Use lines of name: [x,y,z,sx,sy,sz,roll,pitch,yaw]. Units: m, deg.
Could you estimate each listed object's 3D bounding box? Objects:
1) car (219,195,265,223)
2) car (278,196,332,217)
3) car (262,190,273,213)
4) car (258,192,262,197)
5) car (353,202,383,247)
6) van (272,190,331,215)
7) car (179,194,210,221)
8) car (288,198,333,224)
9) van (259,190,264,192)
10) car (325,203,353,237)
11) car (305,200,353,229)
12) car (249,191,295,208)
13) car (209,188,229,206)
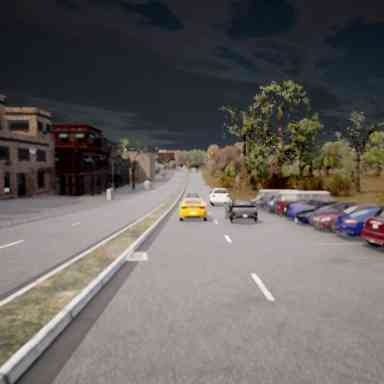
car: [3.333,1.229,23.172,2.128,1.511,4.902,0,1,0]
car: [8.809,1.248,23.060,4.792,1.488,2.163,0,1,0]
car: [8.747,0.994,28.693,4.553,1.767,2.185,0,1,0]
car: [8.771,1.067,31.323,4.892,1.521,2.231,0,1,0]
car: [8.753,1.251,12.033,4.553,1.767,2.185,0,1,0]
van: [8.896,0.947,25.807,4.442,1.987,1.878,0,1,0]
car: [0.085,1.191,24.569,1.882,1.535,5.008,0,1,0]
car: [8.751,1.295,20.307,4.792,1.488,2.163,0,1,0]
van: [8.660,0.780,34.075,4.442,1.987,1.878,0,1,0]
car: [8.780,1.381,14.796,4.674,1.452,2.002,0,1,0]
car: [8.784,1.344,17.550,4.674,1.452,2.002,0,1,0]
car: [8.805,0.813,36.829,4.553,1.767,2.185,0,2,0]
car: [3.335,0.567,41.099,2.150,2.045,5.566,0,2,0]
